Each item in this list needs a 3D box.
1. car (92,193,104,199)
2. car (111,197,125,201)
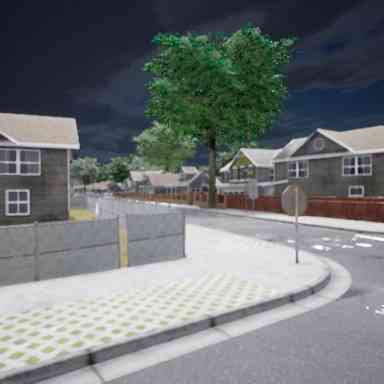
[{"bbox_3d":[-25.105,1.089,90.453,2.128,1.511,4.902,0,0,-23],"label":"car"},{"bbox_3d":[-11.860,1.371,52.669,1.895,1.301,4.718,0,0,-23],"label":"car"}]
